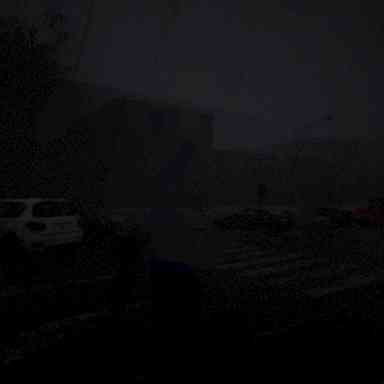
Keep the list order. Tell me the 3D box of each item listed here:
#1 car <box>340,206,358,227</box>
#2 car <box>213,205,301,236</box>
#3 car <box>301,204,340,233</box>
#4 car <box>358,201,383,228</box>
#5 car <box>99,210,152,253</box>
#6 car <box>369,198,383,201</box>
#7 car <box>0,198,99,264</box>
[{"bbox_3d":[8.254,1.664,22.547,4.792,1.488,2.163,-1,-1,35],"label":"car"},{"bbox_3d":[3.424,1.621,19.068,4.674,1.452,2.002,-1,-1,35],"label":"car"},{"bbox_3d":[6.005,1.601,20.700,5.366,1.575,1.946,-1,-1,35],"label":"car"},{"bbox_3d":[10.864,1.658,24.161,5.366,1.575,1.946,-1,-1,35],"label":"car"},{"bbox_3d":[-3.865,1.520,13.891,4.892,1.521,2.231,-1,-1,34],"label":"car"},{"bbox_3d":[15.592,1.590,27.711,4.553,1.767,2.185,-1,-1,34],"label":"car"},{"bbox_3d":[-6.320,1.251,12.166,5.566,2.045,2.435,-1,-1,35],"label":"car"}]
